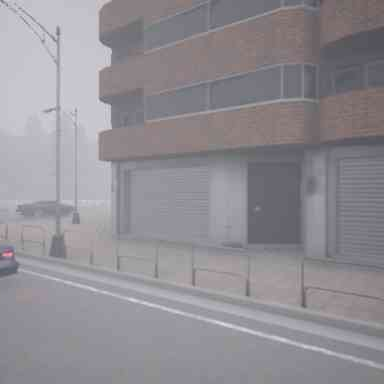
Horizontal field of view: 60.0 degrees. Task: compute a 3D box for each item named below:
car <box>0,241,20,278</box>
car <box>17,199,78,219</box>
[{"bbox_3d":[-6.625,1.524,8.685,5.357,1.411,2.033,0,0,36],"label":"car"},{"bbox_3d":[-11.910,1.391,27.712,1.837,1.490,4.892,-1,0,38],"label":"car"}]
